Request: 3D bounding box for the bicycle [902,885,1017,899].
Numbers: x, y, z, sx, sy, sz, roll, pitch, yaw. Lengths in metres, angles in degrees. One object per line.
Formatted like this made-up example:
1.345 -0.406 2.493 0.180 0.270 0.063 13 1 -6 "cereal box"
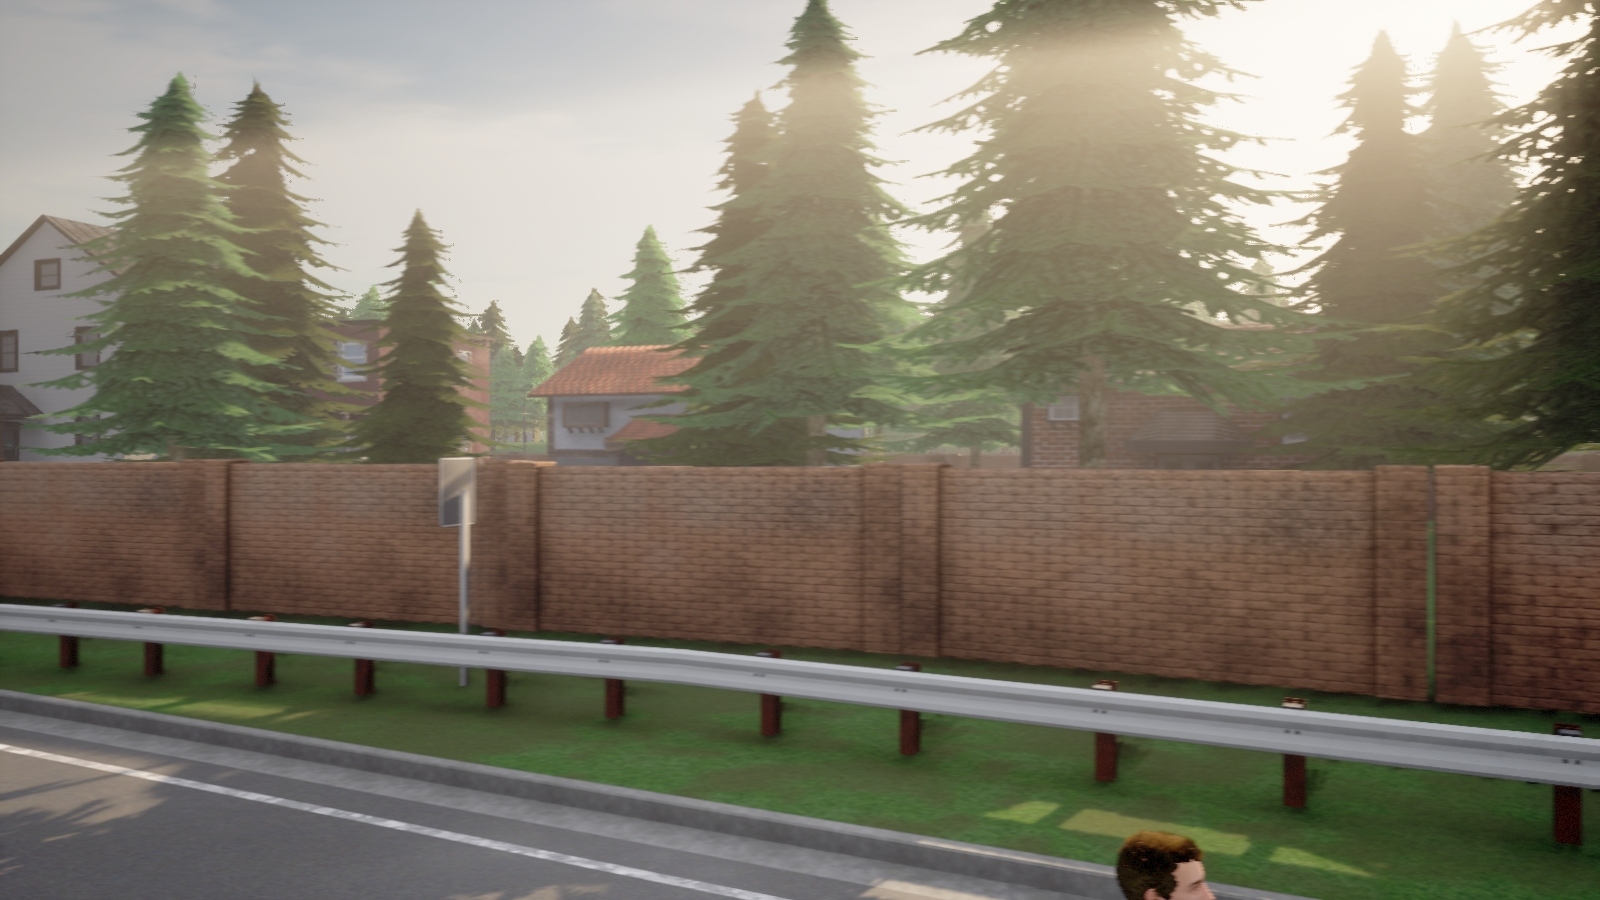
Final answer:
1.036 2.056 2.959 1.643 1.496 0.373 1 0 20 "bicycle"
